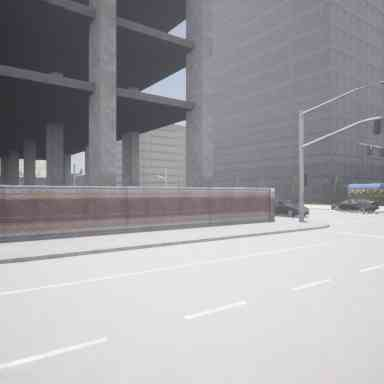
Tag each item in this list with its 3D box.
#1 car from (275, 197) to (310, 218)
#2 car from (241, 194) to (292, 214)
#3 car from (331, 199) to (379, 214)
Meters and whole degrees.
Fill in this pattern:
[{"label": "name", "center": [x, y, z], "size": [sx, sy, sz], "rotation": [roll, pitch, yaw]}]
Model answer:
[{"label": "car", "center": [8.522, 1.505, 30.851], "size": [1.837, 1.490, 4.892], "rotation": [0, 0, -35]}, {"label": "car", "center": [8.195, 1.221, 37.309], "size": [2.150, 2.045, 5.566], "rotation": [0, 0, -36]}, {"label": "car", "center": [17.725, 1.491, 36.319], "size": [2.128, 1.511, 4.902], "rotation": [0, 0, -36]}]
